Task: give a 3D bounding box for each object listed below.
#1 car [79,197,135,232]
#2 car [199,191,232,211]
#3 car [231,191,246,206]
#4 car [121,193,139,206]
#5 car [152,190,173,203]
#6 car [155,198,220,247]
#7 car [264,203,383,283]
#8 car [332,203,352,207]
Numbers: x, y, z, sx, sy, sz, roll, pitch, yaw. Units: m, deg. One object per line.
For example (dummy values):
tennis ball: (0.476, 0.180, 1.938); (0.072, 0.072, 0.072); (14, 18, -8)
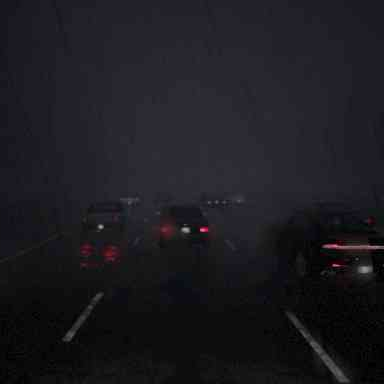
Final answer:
car: (-4.168, 1.162, 16.729); (1.895, 1.301, 4.718); (0, 2, -5)
car: (1.579, 0.794, 28.585); (2.033, 1.411, 5.357); (0, 2, -8)
car: (4.204, 0.618, 34.425); (1.812, 1.442, 4.674); (0, 2, -9)
car: (-6.374, 0.706, 34.199); (1.895, 1.301, 4.718); (0, 2, -9)
car: (-3.237, 0.523, 36.408); (1.882, 1.535, 5.008); (0, 2, -10)
car: (-0.371, 1.199, 13.161); (2.033, 1.411, 5.357); (0, 2, -4)
car: (3.316, 1.250, 8.972); (2.128, 1.511, 4.902); (0, 1, -2)
car: (6.433, 1.177, 15.855); (1.895, 1.301, 4.718); (0, 2, -4)
